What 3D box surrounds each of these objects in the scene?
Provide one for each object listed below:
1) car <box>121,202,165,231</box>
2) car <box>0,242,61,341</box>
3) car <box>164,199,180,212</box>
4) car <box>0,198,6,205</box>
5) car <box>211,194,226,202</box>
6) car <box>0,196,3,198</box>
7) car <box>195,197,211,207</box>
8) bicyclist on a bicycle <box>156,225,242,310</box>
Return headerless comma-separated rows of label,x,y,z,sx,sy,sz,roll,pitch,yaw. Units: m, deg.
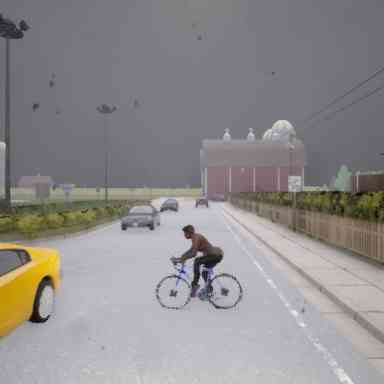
car,-3.039,1.525,20.588,1.812,1.442,4.674,0,0,2
car,-3.508,1.478,4.373,1.882,1.535,5.008,0,1,2
car,-2.429,1.559,38.486,2.033,1.411,5.357,0,0,2
car,-20.016,1.563,31.900,1.994,1.385,4.181,0,0,1
car,5.498,1.272,73.138,2.097,1.767,4.553,0,0,-29
car,-24.858,1.309,40.143,4.605,1.855,1.932,0,0,1
car,1.529,1.498,50.923,1.837,1.490,4.892,0,-1,2
bicyclist on a bicycle,0.121,1.446,6.310,1.656,1.620,0.582,-2,0,2
